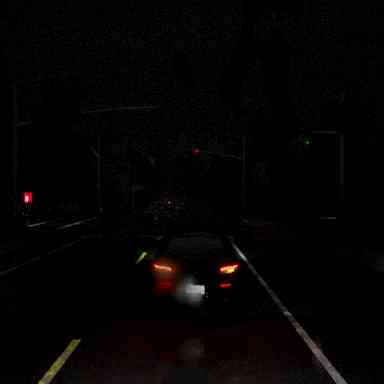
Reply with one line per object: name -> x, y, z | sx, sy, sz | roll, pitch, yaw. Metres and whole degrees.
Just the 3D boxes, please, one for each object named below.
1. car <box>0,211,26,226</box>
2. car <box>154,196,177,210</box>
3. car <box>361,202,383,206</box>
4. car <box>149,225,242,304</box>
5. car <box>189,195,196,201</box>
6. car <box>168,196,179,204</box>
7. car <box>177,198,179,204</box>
car -> -14.144, 1.615, 22.927 | 4.718, 1.301, 1.895 | 0, 0, -3
car -> -3.527, 1.350, 42.348 | 2.097, 1.767, 4.553 | 0, 0, 2
car -> 15.583, 1.527, 28.601 | 5.357, 1.411, 2.033 | 0, 0, -6
car -> 0.085, 1.525, 8.048 | 1.812, 1.442, 4.674 | 0, 0, 0
car -> 0.123, 1.521, 80.843 | 2.128, 1.511, 4.902 | 0, 0, 0
car -> -3.469, 1.522, 62.259 | 1.812, 1.442, 4.674 | 0, 0, 1
car -> -3.513, 1.523, 52.181 | 1.812, 1.442, 4.674 | 0, 0, 0
